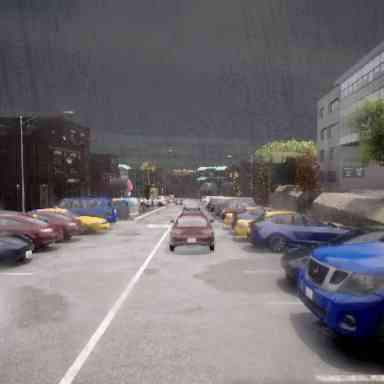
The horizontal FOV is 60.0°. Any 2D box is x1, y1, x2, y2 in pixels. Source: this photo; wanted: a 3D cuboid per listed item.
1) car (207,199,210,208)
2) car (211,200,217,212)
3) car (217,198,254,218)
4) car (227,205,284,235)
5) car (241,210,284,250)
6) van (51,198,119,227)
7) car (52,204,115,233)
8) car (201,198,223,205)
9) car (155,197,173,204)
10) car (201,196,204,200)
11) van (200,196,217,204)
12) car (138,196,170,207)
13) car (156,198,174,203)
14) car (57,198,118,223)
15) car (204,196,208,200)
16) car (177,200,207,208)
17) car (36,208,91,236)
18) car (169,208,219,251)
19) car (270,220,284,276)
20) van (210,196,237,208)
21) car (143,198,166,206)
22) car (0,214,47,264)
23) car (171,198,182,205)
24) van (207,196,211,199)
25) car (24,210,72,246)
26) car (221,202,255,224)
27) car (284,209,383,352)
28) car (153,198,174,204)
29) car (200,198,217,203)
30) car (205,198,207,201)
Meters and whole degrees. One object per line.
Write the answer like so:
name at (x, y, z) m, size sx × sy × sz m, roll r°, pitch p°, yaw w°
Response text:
car at (4.646, 1.850, 38.919) m, size 5.008 × 1.535 × 2.097 m, roll 0°, pitch -1°, yaw 0°
car at (4.657, 1.793, 33.207) m, size 4.892 × 1.521 × 2.231 m, roll 0°, pitch -1°, yaw 0°
car at (4.618, 1.609, 27.623) m, size 4.553 × 1.767 × 2.185 m, roll 0°, pitch -1°, yaw 0°
car at (4.679, 1.678, 19.240) m, size 4.792 × 1.488 × 2.163 m, roll 0°, pitch -1°, yaw 0°
car at (4.680, 1.621, 13.652) m, size 4.792 × 1.488 × 2.163 m, roll 0°, pitch -1°, yaw 0°
van at (-7.796, 1.476, 24.550) m, size 4.442 × 1.987 × 1.878 m, roll 0°, pitch -1°, yaw 0°
car at (-7.494, 1.643, 19.091) m, size 5.366 × 1.575 × 1.946 m, roll 0°, pitch -1°, yaw 0°
car at (4.646, 2.251, 77.904) m, size 5.008 × 1.535 × 2.097 m, roll 0°, pitch -1°, yaw 0°
car at (-7.647, 2.259, 91.434) m, size 4.553 × 1.767 × 2.185 m, roll 0°, pitch 0°, yaw 0°
car at (4.679, 1.770, 55.559) m, size 5.566 × 2.045 × 2.435 m, roll 0°, pitch -1°, yaw 0°
van at (4.535, 2.163, 91.870) m, size 4.442 × 1.987 × 1.878 m, roll 0°, pitch 0°, yaw 0°
car at (-7.707, 1.866, 64.988) m, size 5.566 × 2.045 × 2.435 m, roll 0°, pitch -1°, yaw 0°
car at (-7.683, 2.390, 94.263) m, size 5.008 × 1.535 × 2.097 m, roll 0°, pitch 0°, yaw 0°
car at (-7.708, 1.422, 21.759) m, size 5.566 × 2.045 × 2.435 m, roll 0°, pitch -1°, yaw 0°
car at (4.620, 1.867, 52.762) m, size 4.553 × 1.767 × 2.185 m, roll 0°, pitch -1°, yaw 0°
car at (0.001, 1.772, 29.714) m, size 2.128 × 1.511 × 4.902 m, roll 0°, pitch -1°, yaw 0°
car at (-7.677, 1.656, 16.174) m, size 4.674 × 1.452 × 2.002 m, roll 0°, pitch -1°, yaw 0°
car at (0.000, 1.656, 14.686) m, size 1.812 × 1.442 × 4.674 m, roll 0°, pitch -1°, yaw 0°
car at (4.621, 1.563, 8.065) m, size 4.792 × 1.488 × 2.163 m, roll 0°, pitch -1°, yaw 0°
van at (4.534, 1.595, 36.003) m, size 4.442 × 1.987 × 1.878 m, roll 0°, pitch -1°, yaw 0°
car at (-7.647, 2.021, 67.800) m, size 4.553 × 1.767 × 2.185 m, roll 0°, pitch -1°, yaw 0°
car at (-7.651, 1.590, 10.718) m, size 4.792 × 1.488 × 2.163 m, roll 0°, pitch -1°, yaw 0°
car at (-2.998, 2.232, 76.036) m, size 2.128 × 1.511 × 4.902 m, roll 0°, pitch -1°, yaw 0°
van at (4.768, 1.710, 47.176) m, size 4.442 × 1.987 × 1.878 m, roll 0°, pitch -1°, yaw 0°
car at (-7.677, 1.629, 13.507) m, size 4.674 × 1.452 × 2.002 m, roll 0°, pitch -1°, yaw 0°
car at (4.836, 1.674, 22.033) m, size 5.366 × 1.575 × 1.946 m, roll 0°, pitch -1°, yaw 0°
car at (4.622, 1.254, 5.275) m, size 5.566 × 2.045 × 2.435 m, roll 0°, pitch -1°, yaw 0°
car at (-7.493, 2.356, 88.491) m, size 5.366 × 1.575 × 1.946 m, roll 0°, pitch -1°, yaw 0°
car at (4.646, 2.391, 94.677) m, size 4.892 × 1.521 × 2.231 m, roll 0°, pitch 1°, yaw 0°
car at (4.679, 1.994, 49.970) m, size 4.792 × 1.488 × 2.163 m, roll 0°, pitch -1°, yaw 0°
